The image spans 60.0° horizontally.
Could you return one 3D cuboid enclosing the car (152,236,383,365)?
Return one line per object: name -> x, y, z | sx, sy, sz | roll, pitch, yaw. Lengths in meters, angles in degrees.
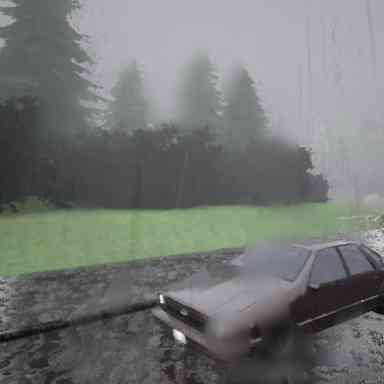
car -> 1.999, 1.557, 6.032 | 5.357, 1.411, 2.033 | 0, 0, -35
